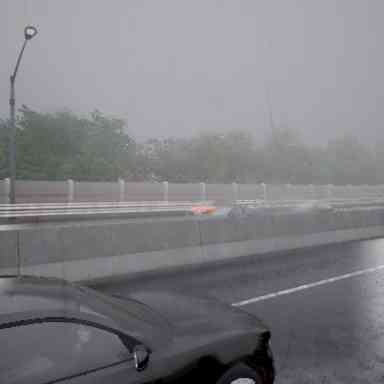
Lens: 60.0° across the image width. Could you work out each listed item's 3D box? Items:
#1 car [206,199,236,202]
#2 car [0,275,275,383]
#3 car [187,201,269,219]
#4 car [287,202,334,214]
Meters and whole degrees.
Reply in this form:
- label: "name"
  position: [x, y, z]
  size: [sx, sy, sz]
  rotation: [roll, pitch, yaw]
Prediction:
- label: "car"
  position: [1.845, 1.370, 26.609]
  size: [4.553, 1.767, 2.097]
  rotation: [0, 0, -35]
- label: "car"
  position: [-1.451, 1.477, 2.697]
  size: [5.008, 1.535, 1.882]
  rotation: [0, 0, -35]
- label: "car"
  position: [2.114, 1.491, 18.288]
  size: [5.008, 1.535, 1.882]
  rotation: [0, 0, -35]
- label: "car"
  position: [10.037, 1.554, 27.985]
  size: [4.674, 1.442, 1.812]
  rotation: [0, 0, -34]
